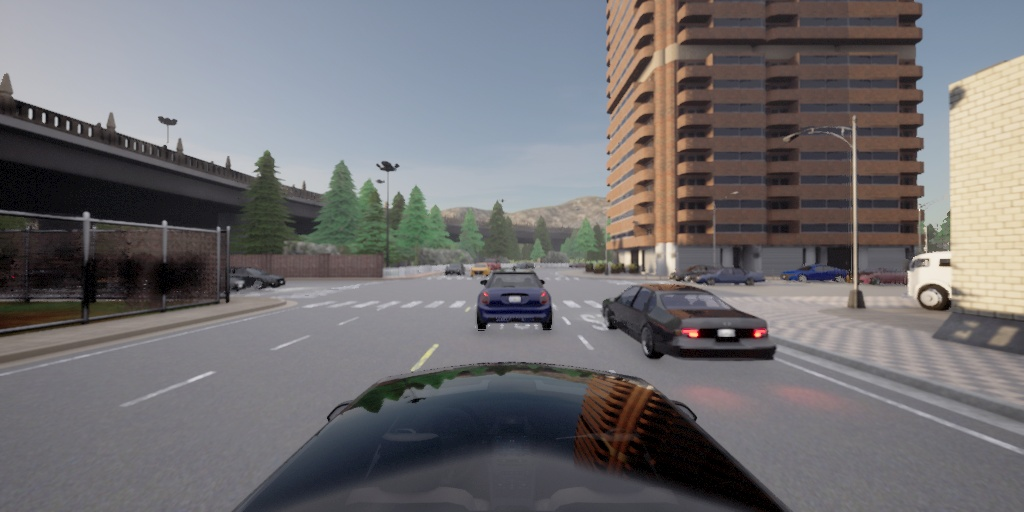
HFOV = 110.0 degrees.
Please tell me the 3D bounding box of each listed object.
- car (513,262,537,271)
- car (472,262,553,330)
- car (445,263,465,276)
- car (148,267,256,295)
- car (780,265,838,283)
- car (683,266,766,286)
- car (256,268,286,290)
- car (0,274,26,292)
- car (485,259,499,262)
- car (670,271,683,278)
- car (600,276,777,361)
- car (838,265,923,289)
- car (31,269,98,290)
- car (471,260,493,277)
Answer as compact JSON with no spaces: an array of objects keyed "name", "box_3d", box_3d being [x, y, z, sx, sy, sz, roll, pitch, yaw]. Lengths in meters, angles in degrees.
[{"name":"car","box_3d":[2.419,1.834,65.436,2.128,1.511,4.902,0,-1,35]},{"name":"car","box_3d":[0.030,1.193,11.651,2.097,1.767,4.553,0,-1,-1]},{"name":"car","box_3d":[-6.860,1.641,43.573,1.837,1.490,4.892,0,0,2]},{"name":"car","box_3d":[-18.263,1.474,20.887,4.902,1.511,2.128,0,-1,0]},{"name":"car","box_3d":[26.427,1.559,31.495,5.008,1.535,1.882,0,-1,0]},{"name":"car","box_3d":[16.695,1.597,27.998,5.357,1.411,2.033,0,-1,0]},{"name":"car","box_3d":[-18.116,1.519,24.404,4.892,1.490,1.837,1,-1,0]},{"name":"car","box_3d":[-32.093,1.585,20.908,4.718,1.301,1.895,0,-1,0]},{"name":"car","box_3d":[-3.014,1.433,51.162,2.150,2.045,5.566,0,-1,8]},{"name":"car","box_3d":[16.453,1.587,31.519,4.892,1.490,1.837,0,-1,0]},{"name":"car","box_3d":[3.588,1.360,8.507,2.033,1.411,5.357,0,-1,0]},{"name":"car","box_3d":[28.626,1.611,27.987,4.181,1.385,1.994,0,-1,0]},{"name":"car","box_3d":[-31.056,1.580,24.402,4.181,1.385,1.994,0,-1,0]},{"name":"car","box_3d":[-3.537,1.592,40.918,1.882,1.535,5.008,0,-1,1]}]
